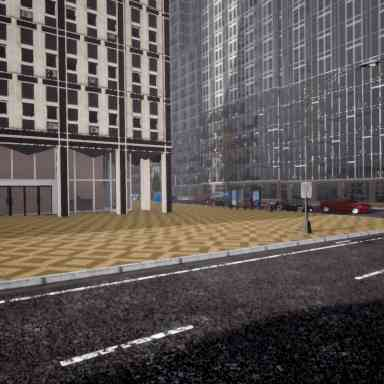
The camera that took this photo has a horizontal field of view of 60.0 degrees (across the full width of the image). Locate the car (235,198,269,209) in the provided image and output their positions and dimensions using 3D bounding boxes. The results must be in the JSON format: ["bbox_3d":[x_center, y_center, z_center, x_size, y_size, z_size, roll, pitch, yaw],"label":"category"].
[{"bbox_3d":[7.531,1.388,39.873,1.802,1.307,4.206,0,1,-34],"label":"car"}]

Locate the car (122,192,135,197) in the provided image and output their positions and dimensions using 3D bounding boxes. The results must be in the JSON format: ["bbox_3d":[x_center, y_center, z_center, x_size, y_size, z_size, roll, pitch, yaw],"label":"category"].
[{"bbox_3d":[-17.567,0.688,91.565,2.008,1.369,4.403,0,1,-34],"label":"car"}]

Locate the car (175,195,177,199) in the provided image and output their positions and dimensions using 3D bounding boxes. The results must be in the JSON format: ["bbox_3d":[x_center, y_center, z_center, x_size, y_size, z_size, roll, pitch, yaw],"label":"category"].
[{"bbox_3d":[-4.689,0.795,62.661,1.994,1.385,4.181,-1,1,-34],"label":"car"}]

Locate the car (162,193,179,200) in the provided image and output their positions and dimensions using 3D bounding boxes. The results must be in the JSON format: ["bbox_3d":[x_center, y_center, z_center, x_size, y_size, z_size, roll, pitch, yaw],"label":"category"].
[{"bbox_3d":[-4.724,0.936,72.806,1.802,1.307,4.206,0,1,-34],"label":"car"}]

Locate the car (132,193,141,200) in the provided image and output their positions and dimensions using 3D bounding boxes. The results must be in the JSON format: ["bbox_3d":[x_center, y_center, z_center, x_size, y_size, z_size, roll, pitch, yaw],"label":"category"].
[{"bbox_3d":[-11.639,1.039,68.073,2.008,1.369,4.403,0,1,-34],"label":"car"}]

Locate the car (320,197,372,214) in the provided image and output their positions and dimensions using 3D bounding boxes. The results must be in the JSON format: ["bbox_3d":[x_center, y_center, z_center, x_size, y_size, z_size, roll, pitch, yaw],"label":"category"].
[{"bbox_3d":[15.308,1.330,33.268,1.882,1.535,5.008,-1,2,-34],"label":"car"}]

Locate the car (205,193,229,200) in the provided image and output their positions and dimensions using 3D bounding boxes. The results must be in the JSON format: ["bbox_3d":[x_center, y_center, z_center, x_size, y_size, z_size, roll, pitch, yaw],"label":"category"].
[{"bbox_3d":[4.500,1.279,49.081,1.895,1.301,4.718,-1,1,-34],"label":"car"}]

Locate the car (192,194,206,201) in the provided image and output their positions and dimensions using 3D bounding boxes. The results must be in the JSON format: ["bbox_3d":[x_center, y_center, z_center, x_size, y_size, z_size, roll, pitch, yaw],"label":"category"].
[{"bbox_3d":[1.698,1.043,63.426,1.802,1.307,4.206,0,1,-34],"label":"car"}]

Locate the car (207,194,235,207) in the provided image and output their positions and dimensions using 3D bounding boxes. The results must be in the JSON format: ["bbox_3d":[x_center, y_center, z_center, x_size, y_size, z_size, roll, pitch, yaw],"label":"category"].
[{"bbox_3d":[4.369,1.319,44.595,1.947,1.339,4.313,0,1,-34],"label":"car"}]

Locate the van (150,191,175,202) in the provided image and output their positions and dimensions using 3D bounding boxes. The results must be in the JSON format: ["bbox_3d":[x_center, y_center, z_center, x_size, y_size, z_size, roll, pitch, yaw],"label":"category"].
[{"bbox_3d":[-5.218,0.937,58.691,1.690,1.788,3.998,0,1,-34],"label":"van"}]

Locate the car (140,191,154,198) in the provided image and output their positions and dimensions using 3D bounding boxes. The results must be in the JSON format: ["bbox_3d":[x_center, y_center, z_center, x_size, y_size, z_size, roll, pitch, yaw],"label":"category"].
[{"bbox_3d":[-11.146,0.686,82.184,1.967,1.590,4.097,0,1,-34],"label":"car"}]

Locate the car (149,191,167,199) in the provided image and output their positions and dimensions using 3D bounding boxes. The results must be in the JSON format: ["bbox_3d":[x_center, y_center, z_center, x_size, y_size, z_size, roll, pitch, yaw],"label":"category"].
[{"bbox_3d":[-7.935,0.615,77.493,2.192,1.841,5.009,0,1,-34],"label":"car"}]

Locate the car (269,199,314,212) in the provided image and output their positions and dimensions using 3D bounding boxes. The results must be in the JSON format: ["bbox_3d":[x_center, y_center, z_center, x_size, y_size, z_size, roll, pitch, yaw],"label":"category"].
[{"bbox_3d":[10.728,1.424,35.171,1.947,1.339,4.313,0,1,-34],"label":"car"}]
